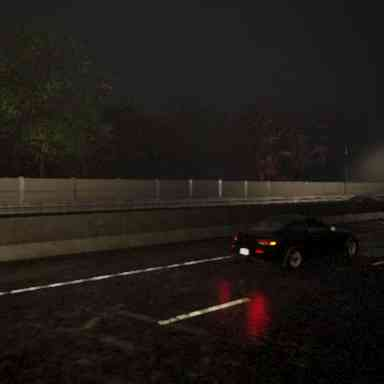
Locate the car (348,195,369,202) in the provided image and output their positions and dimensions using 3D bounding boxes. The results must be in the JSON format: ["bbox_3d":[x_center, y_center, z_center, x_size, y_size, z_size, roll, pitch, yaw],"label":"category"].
[{"bbox_3d":[23.817,1.142,46.784,4.892,1.490,1.837,0,0,-35],"label":"car"}]

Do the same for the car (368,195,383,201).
[{"bbox_3d":[25.621,1.162,43.773,4.674,1.442,1.812,0,0,-35],"label":"car"}]

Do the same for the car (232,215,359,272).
[{"bbox_3d":[3.328,1.450,10.487,4.674,1.442,1.812,-1,0,-35],"label":"car"}]
